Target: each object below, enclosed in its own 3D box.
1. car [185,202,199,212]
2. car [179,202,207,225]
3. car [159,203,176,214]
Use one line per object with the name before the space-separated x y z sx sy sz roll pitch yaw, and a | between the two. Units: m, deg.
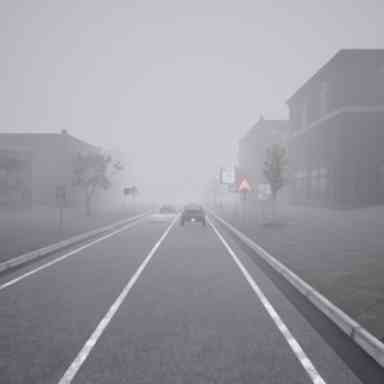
car | 0.022 2.135 47.471 1.895 1.301 4.718 0 -1 0
car | 0.083 1.710 26.140 1.837 1.490 4.892 0 0 0
car | -3.092 2.069 42.548 1.895 1.301 4.718 0 -1 0
